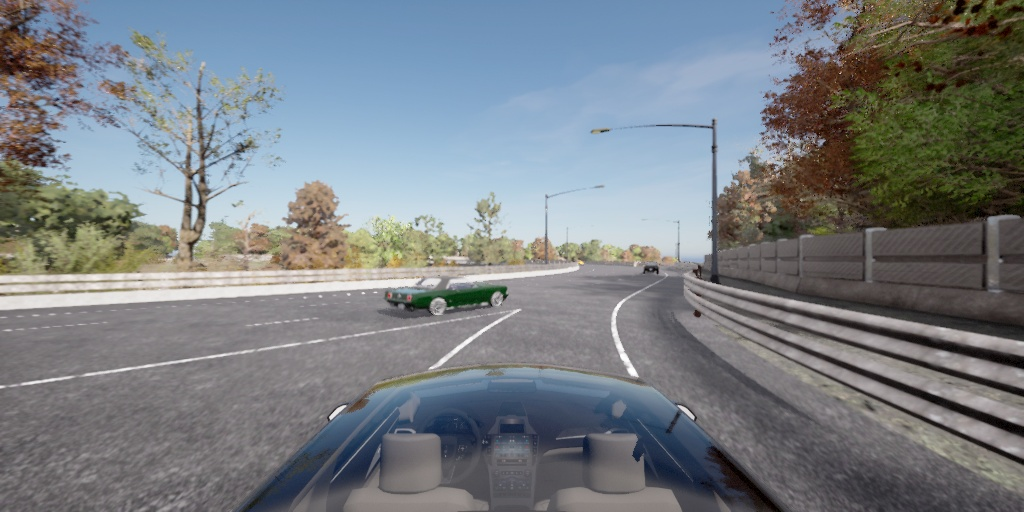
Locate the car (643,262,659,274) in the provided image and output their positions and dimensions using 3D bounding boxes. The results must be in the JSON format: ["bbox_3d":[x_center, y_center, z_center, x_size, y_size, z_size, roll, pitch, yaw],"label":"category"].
[{"bbox_3d":[19.065,1.624,49.219,1.882,1.535,5.008,0,-1,21],"label":"car"}]

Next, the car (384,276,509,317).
[{"bbox_3d":[-2.272,1.419,13.716,1.895,1.301,4.718,0,0,41],"label":"car"}]
